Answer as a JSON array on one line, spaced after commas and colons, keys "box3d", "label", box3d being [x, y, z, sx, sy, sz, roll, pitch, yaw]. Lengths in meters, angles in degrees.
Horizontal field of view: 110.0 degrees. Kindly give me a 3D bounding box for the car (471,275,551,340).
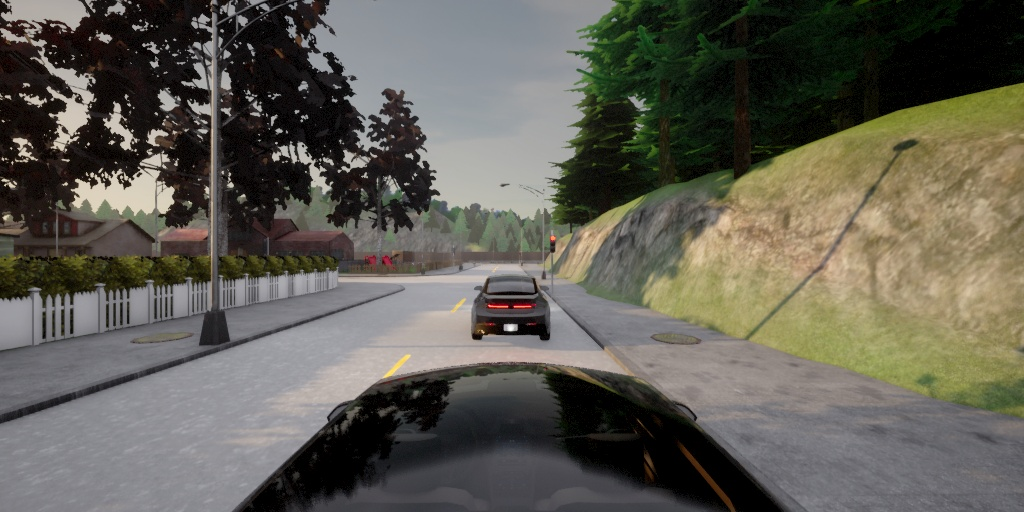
[{"box3d": [-0.019, 1.255, 9.947, 1.837, 1.490, 4.892, 0, 0, 0], "label": "car"}]
